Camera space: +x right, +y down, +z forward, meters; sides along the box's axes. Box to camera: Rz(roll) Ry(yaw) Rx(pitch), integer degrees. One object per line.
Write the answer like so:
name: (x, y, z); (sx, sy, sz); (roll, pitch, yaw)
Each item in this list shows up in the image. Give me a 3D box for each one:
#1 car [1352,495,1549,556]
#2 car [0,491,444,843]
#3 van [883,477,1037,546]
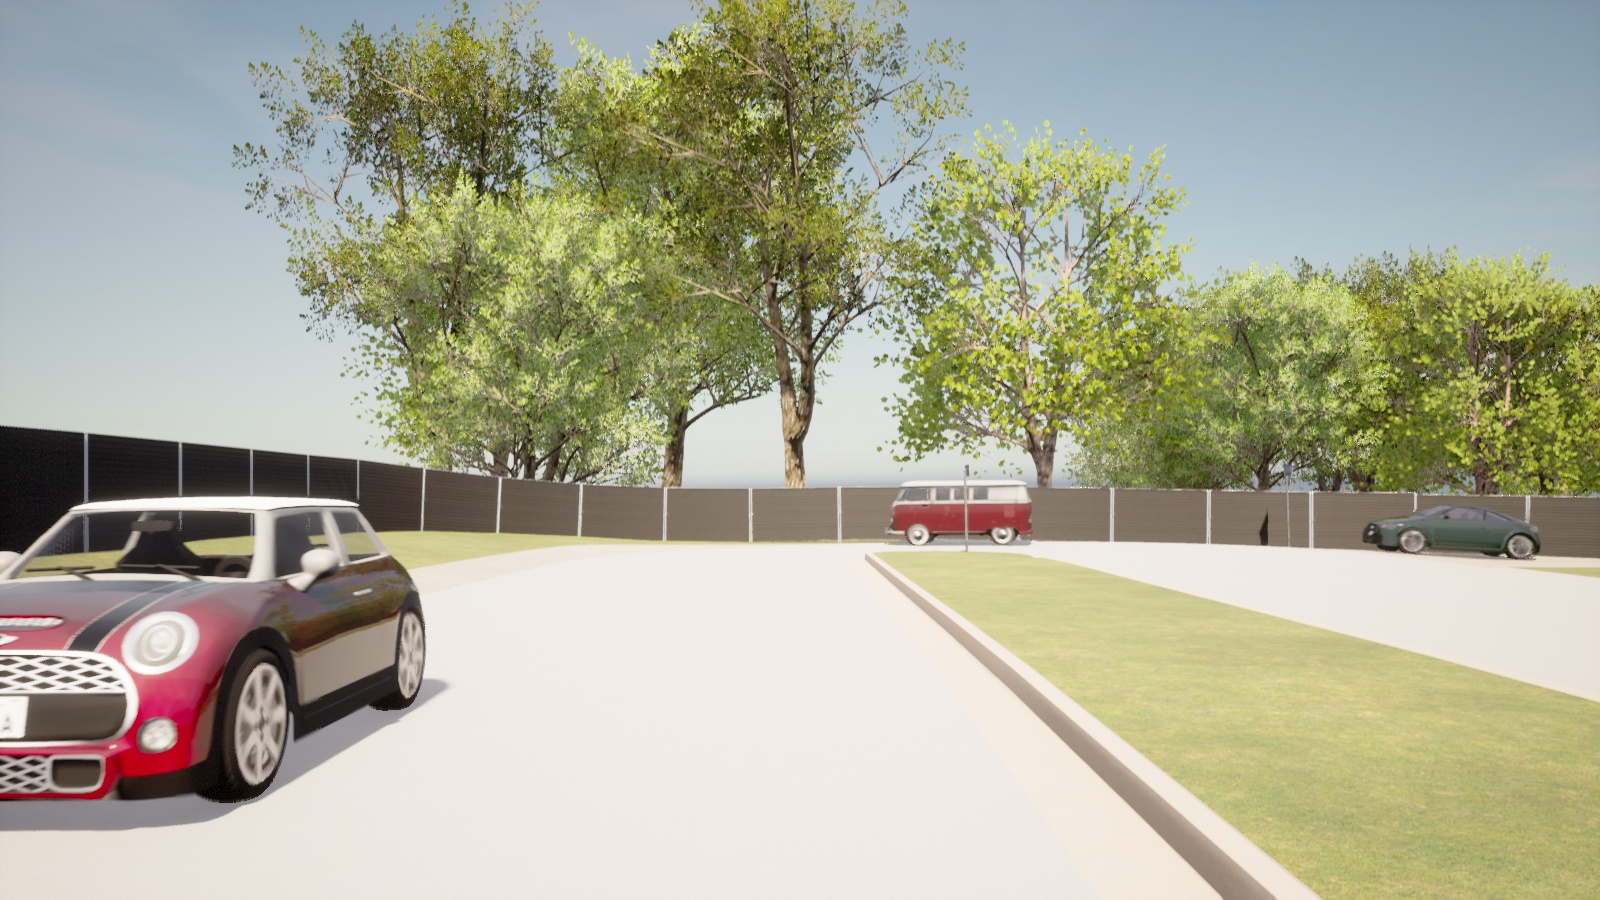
car: (17.239, 1.986, 33.468); (4.181, 1.385, 1.994); (2, -2, 7)
car: (-3.585, 0.998, 7.283); (1.970, 1.475, 3.806); (-1, -2, 0)
van: (4.915, 1.868, 38.428); (4.442, 1.987, 1.775); (-2, -2, 14)
